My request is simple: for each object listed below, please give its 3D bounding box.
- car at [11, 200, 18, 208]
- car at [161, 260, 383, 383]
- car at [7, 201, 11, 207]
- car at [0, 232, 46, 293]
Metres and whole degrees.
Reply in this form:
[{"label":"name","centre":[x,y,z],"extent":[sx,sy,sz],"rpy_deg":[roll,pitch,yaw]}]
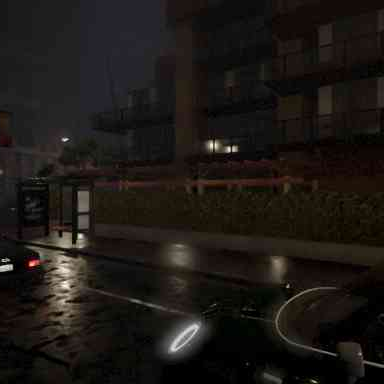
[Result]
[{"label":"car","centre":[-22.024,1.505,46.529],"extent":[1.837,1.490,4.892],"rpy_deg":[0,0,36]},{"label":"car","centre":[1.914,1.352,2.639],"extent":[4.553,1.767,2.097],"rpy_deg":[0,0,35]},{"label":"car","centre":[-24.521,1.477,49.072],"extent":[1.882,1.535,5.008],"rpy_deg":[0,0,35]},{"label":"car","centre":[-5.701,1.547,8.018],"extent":[5.357,1.411,2.033],"rpy_deg":[0,0,36]}]
